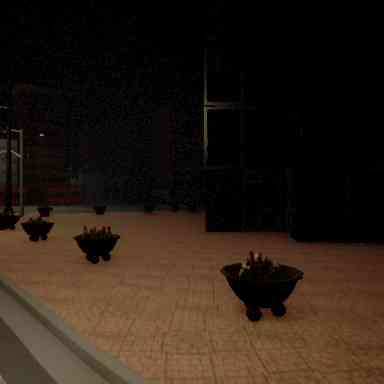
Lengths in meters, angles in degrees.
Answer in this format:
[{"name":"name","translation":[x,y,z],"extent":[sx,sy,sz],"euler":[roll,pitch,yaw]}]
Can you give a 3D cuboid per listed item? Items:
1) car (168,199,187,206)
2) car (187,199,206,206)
[{"name":"car","translation":[-2.724,2.148,68.393],"extent":[4.718,1.301,1.895],"euler":[1,-1,-42]},{"name":"car","translation":[2.122,2.186,68.042],"extent":[5.357,1.411,2.033],"euler":[1,-1,-42]}]
